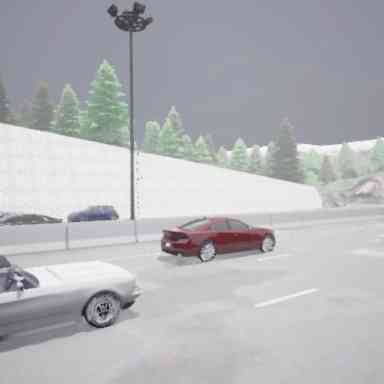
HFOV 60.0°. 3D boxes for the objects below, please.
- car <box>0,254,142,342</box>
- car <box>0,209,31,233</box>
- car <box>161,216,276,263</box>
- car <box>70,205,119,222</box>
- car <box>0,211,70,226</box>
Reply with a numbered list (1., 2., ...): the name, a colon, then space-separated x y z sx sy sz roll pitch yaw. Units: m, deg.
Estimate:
1. car: -3.291 1.746 5.600 4.718 1.301 1.895 0 -1 -36
2. car: -14.382 2.087 23.728 4.902 1.511 2.128 0 -1 -36
3. car: 1.175 1.700 13.101 5.008 1.535 1.882 0 -1 -36
4. car: -9.345 2.026 31.633 4.553 1.767 2.097 0 -1 -36
5. car: -9.717 1.952 18.461 4.892 1.490 1.837 0 -1 -36
